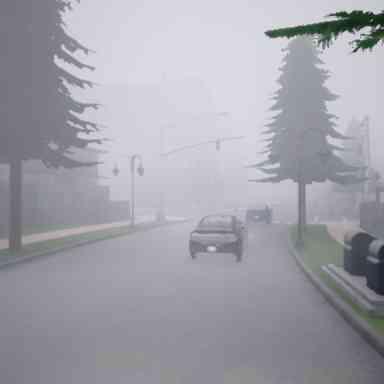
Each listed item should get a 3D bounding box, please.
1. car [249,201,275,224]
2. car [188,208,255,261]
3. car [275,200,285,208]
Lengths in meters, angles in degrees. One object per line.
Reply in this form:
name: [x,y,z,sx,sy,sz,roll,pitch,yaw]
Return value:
car: [5.613,1.762,27.670,1.882,1.535,5.008,0,0,16]
car: [1.177,1.626,12.991,2.128,1.511,4.902,0,0,13]
car: [16.505,2.206,63.663,1.812,1.442,4.674,0,-1,23]
